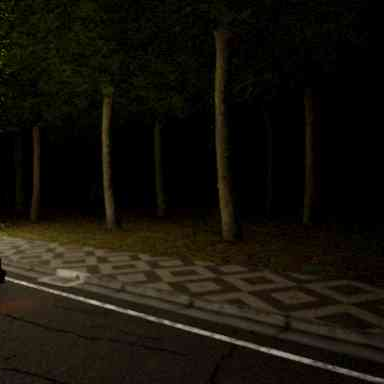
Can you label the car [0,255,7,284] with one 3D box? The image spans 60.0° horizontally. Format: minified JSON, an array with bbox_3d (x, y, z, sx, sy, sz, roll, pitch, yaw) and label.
[{"bbox_3d":[-6.756,1.705,8.380,5.357,1.411,2.033,-1,-1,35],"label":"car"}]
